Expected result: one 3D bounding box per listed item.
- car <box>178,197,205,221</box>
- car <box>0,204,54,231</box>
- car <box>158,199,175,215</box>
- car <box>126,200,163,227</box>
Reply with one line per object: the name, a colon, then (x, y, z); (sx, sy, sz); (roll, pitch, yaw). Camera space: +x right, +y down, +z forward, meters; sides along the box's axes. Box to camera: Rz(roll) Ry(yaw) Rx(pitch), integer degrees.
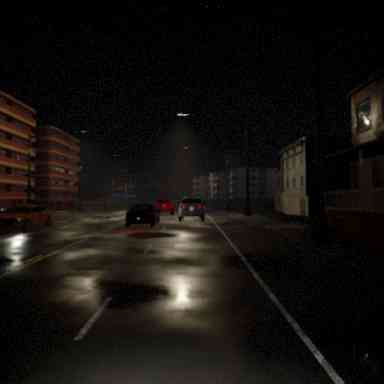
car: (-0.024, 1.423, 28.949); (2.150, 2.045, 5.566); (0, -1, 0)
car: (-10.527, 1.545, 21.020); (1.882, 1.535, 5.008); (0, -1, 0)
car: (-3.448, 1.924, 43.592); (2.150, 2.045, 5.566); (0, -3, 0)
car: (-3.423, 1.576, 23.710); (1.882, 1.535, 5.008); (0, -1, 0)
